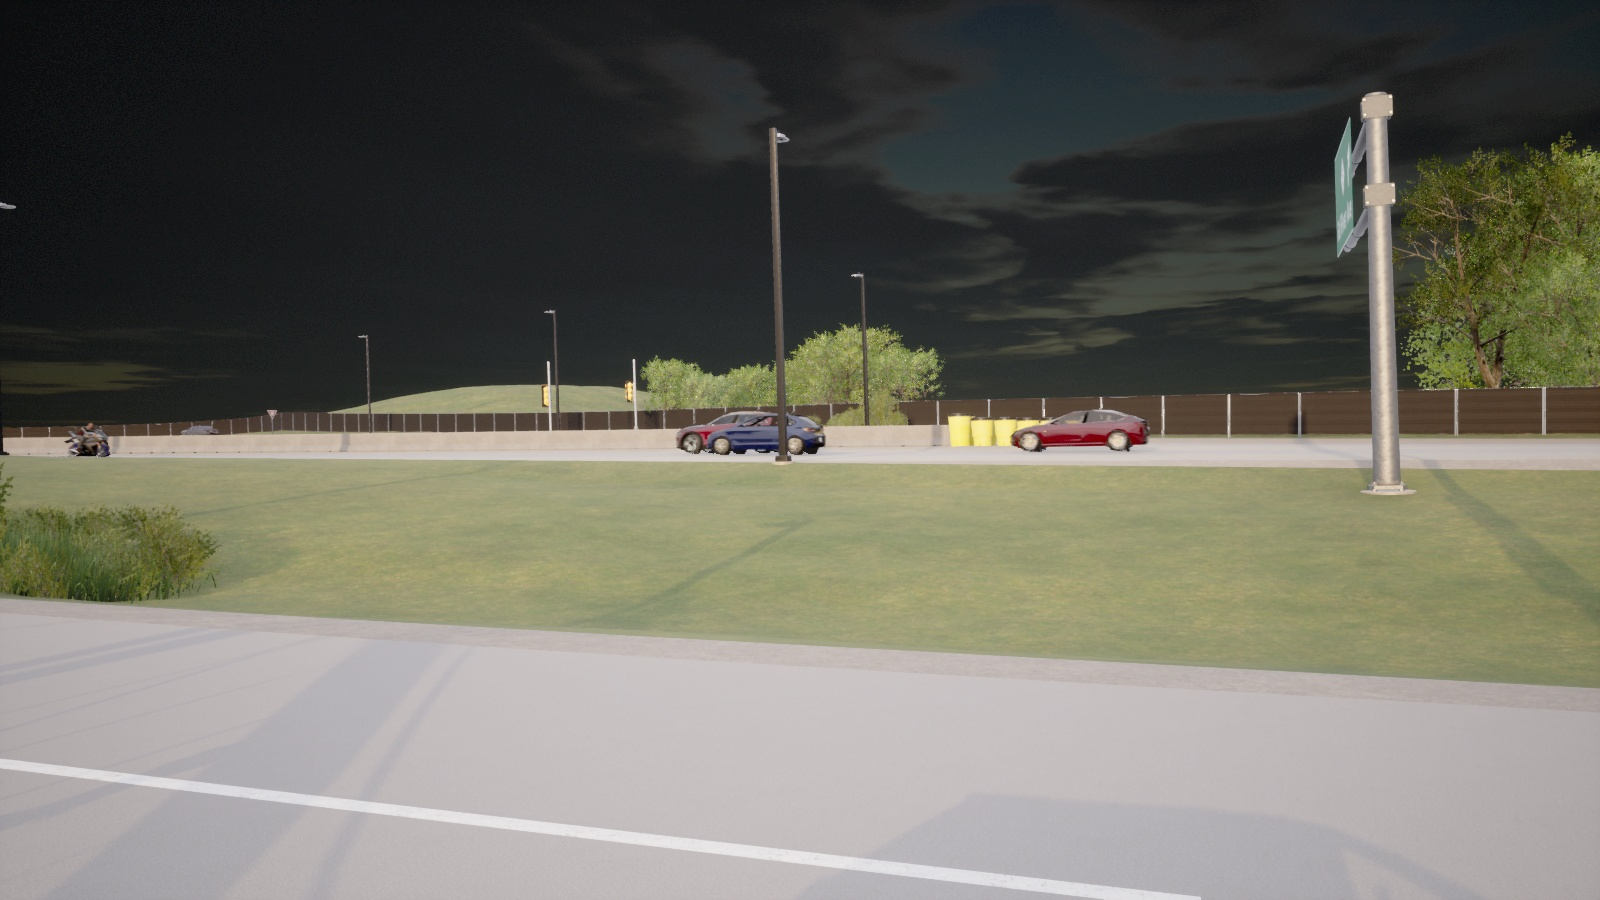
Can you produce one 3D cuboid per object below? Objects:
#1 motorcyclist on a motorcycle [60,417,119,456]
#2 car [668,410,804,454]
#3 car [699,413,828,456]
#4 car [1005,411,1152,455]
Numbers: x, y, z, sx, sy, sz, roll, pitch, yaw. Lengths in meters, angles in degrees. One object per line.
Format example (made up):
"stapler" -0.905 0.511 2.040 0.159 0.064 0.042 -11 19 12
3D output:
"motorcyclist on a motorcycle" -28.692 -0.543 50.717 2.191 1.530 0.866 0 1 20
"car" -2.477 -0.689 48.634 4.856 1.649 2.033 0 1 20
"car" -1.281 -0.552 44.476 4.193 1.474 1.816 0 1 20
"car" 9.814 -0.598 44.166 4.792 1.488 2.163 0 1 20
